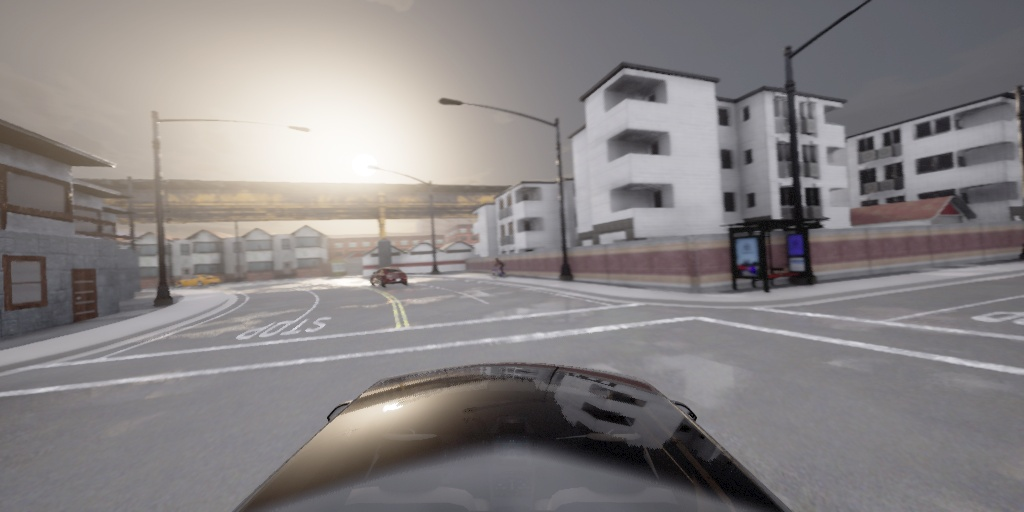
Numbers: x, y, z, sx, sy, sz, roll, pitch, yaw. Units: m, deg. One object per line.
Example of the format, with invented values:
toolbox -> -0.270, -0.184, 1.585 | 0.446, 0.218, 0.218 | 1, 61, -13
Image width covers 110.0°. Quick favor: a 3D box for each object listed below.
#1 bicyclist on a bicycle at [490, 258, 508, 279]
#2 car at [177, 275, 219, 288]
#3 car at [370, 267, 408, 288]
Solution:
bicyclist on a bicycle -> -1.034, 0.941, 28.236 | 1.656, 1.620, 0.582 | -3, 0, -32
car -> -40.240, 3.200, 45.922 | 5.008, 1.535, 1.882 | -4, -1, 9
car -> -9.363, 1.565, 27.196 | 1.812, 1.442, 4.674 | -3, 0, -35
